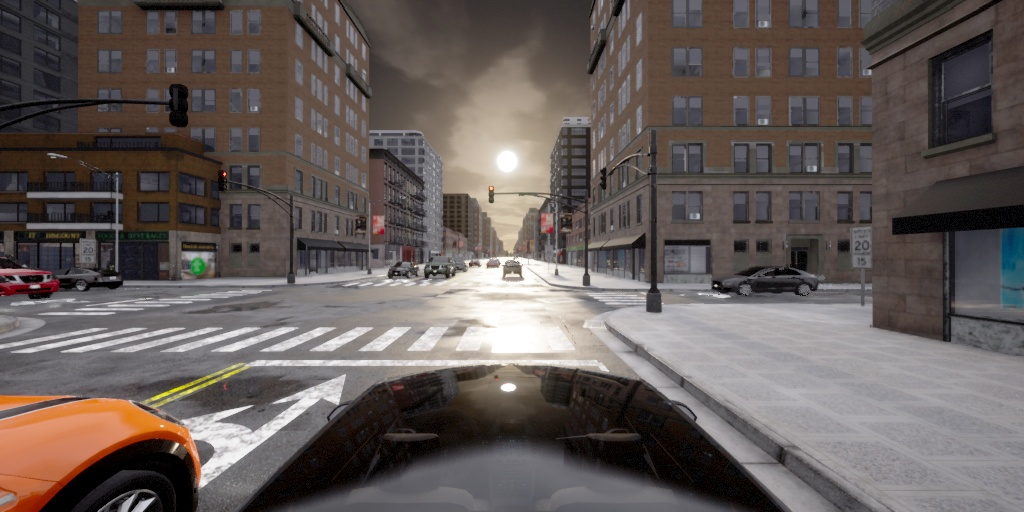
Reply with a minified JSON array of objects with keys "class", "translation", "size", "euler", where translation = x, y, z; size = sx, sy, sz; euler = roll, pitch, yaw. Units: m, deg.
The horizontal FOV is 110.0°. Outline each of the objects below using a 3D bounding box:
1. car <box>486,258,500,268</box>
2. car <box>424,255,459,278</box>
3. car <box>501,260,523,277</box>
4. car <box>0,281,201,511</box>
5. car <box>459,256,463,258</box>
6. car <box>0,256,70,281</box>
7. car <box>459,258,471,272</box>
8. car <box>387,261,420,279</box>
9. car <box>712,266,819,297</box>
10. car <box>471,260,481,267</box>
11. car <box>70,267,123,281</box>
[{"class":"car","translation":[-3.359,1.304,61.955],"size":[1.994,1.385,4.181],"euler":[0,0,0]},{"class":"car","translation":[-6.646,0.970,33.608],"size":[2.150,2.045,5.566],"euler":[0,0,0]},{"class":"car","translation":[0.041,1.253,35.247],"size":[1.837,1.490,4.892],"euler":[0,0,0]},{"class":"car","translation":[-3.237,1.102,0.608],"size":[2.097,1.767,4.553],"euler":[0,0,0]},{"class":"car","translation":[-9.897,0.962,64.277],"size":[2.150,2.045,5.566],"euler":[0,0,0]},{"class":"car","translation":[-23.314,0.964,15.474],"size":[5.566,2.045,2.150],"euler":[0,0,0]},{"class":"car","translation":[-6.673,1.309,44.597],"size":[1.994,1.385,4.181],"euler":[0,0,0]},{"class":"car","translation":[-9.900,1.253,33.054],"size":[1.837,1.490,4.892],"euler":[0,0,0]},{"class":"car","translation":[13.053,1.294,18.652],"size":[4.892,1.490,1.837],"euler":[0,0,1]},{"class":"car","translation":[-6.647,1.340,64.147],"size":[1.895,1.301,4.718],"euler":[0,0,0]},{"class":"car","translation":[-25.408,1.330,20.966],"size":[4.313,1.339,1.948],"euler":[0,0,0]}]
